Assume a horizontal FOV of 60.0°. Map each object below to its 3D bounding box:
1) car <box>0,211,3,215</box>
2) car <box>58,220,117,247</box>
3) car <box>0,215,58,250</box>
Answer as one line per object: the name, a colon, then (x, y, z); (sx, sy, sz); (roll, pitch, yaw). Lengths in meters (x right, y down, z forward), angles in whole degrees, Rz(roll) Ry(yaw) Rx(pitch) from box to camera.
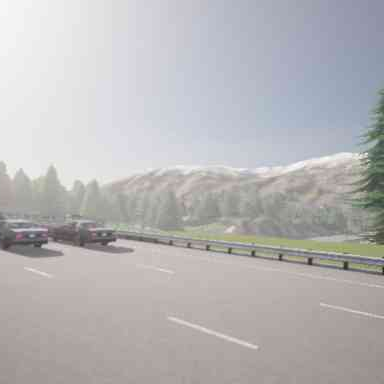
car: (-19.092, 2.352, 30.913); (4.553, 1.767, 2.097); (-1, -4, 42)
car: (-6.600, 2.365, 19.651); (5.357, 1.411, 2.033); (-1, -4, 42)
car: (-9.488, 2.164, 17.551); (5.357, 1.411, 2.033); (-1, -4, 42)
